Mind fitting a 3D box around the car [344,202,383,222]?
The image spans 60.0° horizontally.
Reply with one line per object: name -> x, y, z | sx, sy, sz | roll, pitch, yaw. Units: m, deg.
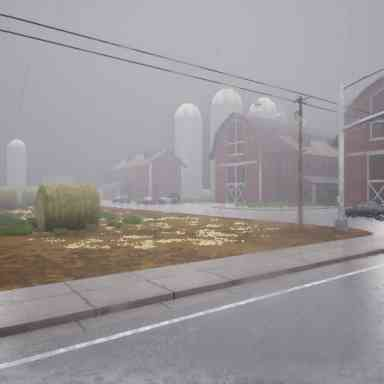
car -> 14.086, 1.499, 26.477 | 1.812, 1.442, 4.674 | 0, 0, -37

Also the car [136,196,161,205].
car -> -7.641, 1.480, 55.776 | 1.812, 1.442, 4.674 | 0, 0, -36

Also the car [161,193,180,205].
car -> -3.967, 1.118, 57.661 | 3.866, 1.878, 1.905 | -2, 5, 11

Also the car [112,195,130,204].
car -> -13.738, 1.325, 64.023 | 2.097, 1.767, 4.553 | 0, 0, -37
